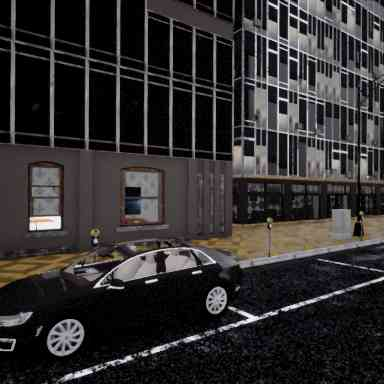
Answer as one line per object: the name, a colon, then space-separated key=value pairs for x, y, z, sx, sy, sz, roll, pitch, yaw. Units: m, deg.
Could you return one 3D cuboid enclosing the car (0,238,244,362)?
car: x=-1.045 y=1.551 z=5.806 sx=4.403 sy=1.369 sz=2.008 roll=0 pitch=0 yaw=-35
